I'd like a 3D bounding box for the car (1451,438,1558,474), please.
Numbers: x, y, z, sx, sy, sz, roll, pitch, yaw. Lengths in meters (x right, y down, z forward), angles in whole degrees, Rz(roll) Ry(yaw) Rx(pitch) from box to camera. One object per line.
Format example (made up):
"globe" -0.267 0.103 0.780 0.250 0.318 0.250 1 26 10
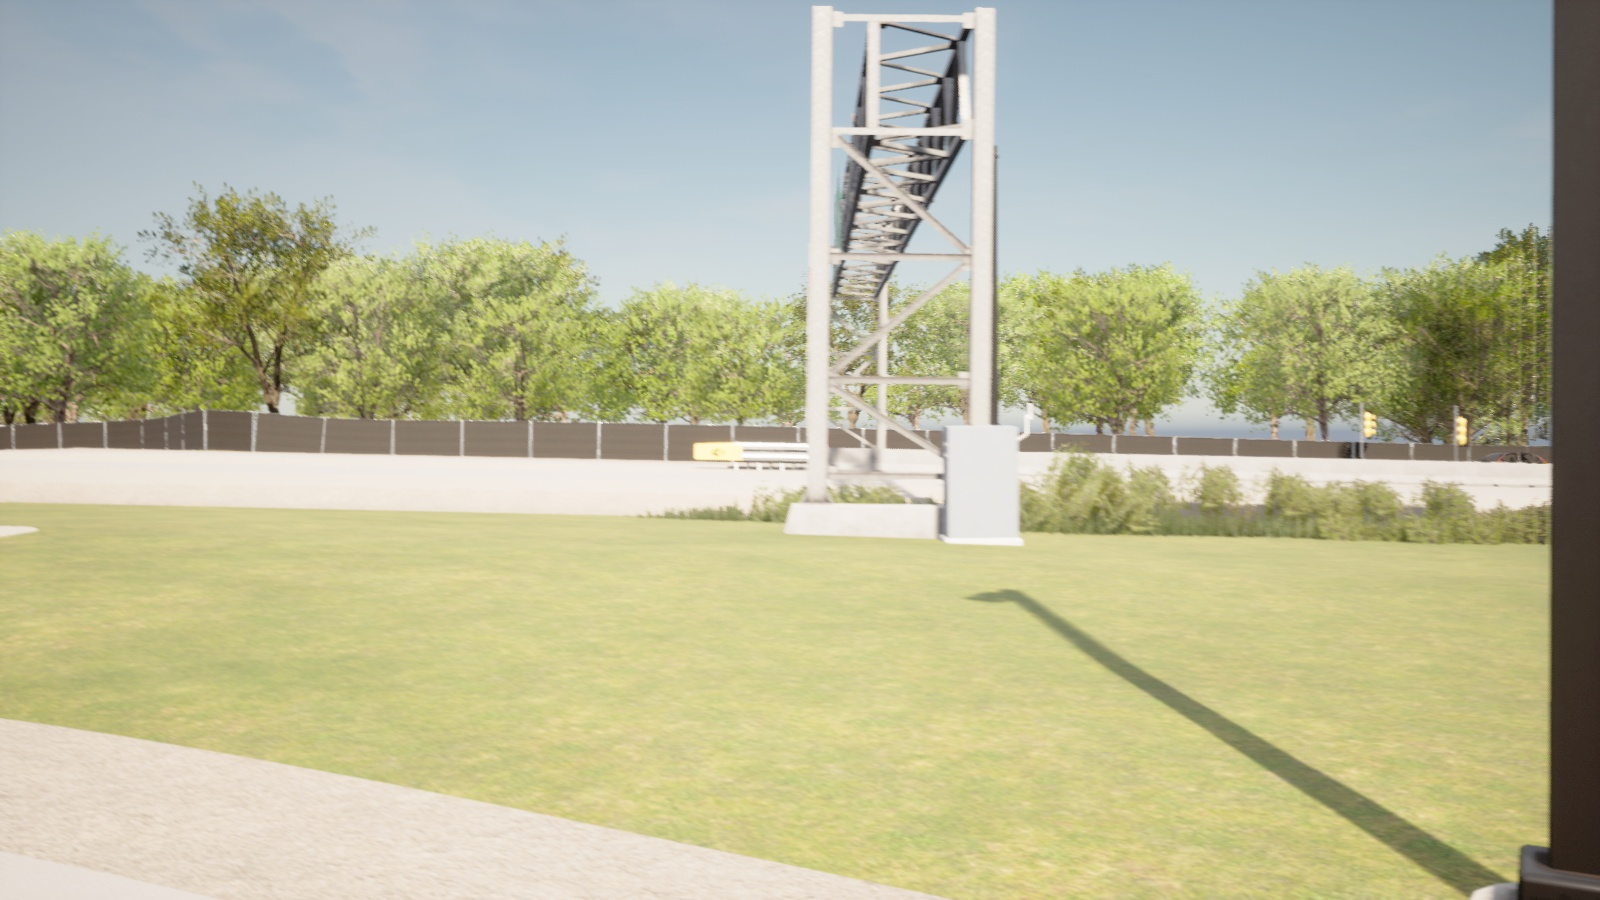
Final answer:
"car" 32.580 0.278 58.089 3.988 1.617 1.851 1 1 -8
